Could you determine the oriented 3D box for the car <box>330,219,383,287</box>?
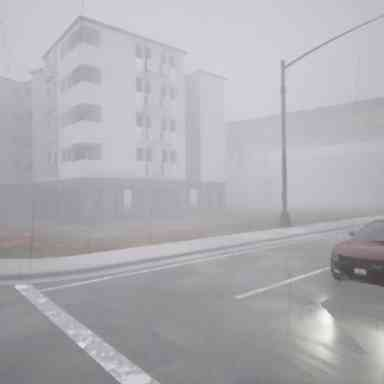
[{"bbox_3d":[5.586,1.472,9.002,5.008,1.535,1.882,0,0,-41],"label":"car"}]
